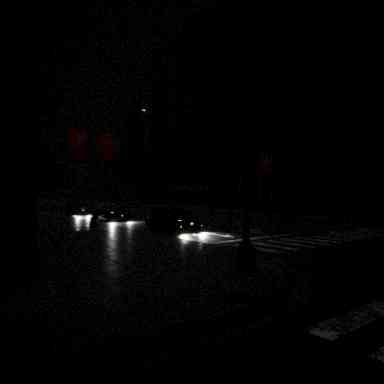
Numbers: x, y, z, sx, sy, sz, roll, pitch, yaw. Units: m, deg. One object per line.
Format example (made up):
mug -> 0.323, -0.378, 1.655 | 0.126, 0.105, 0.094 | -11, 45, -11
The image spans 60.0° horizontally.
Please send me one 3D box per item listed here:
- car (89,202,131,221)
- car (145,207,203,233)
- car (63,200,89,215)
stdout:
car -> -6.905, 1.619, 28.359 | 1.812, 1.442, 4.674 | 0, 0, -36
car -> -1.169, 1.619, 20.372 | 1.994, 1.385, 4.181 | 0, 0, -36
car -> -12.671, 1.623, 36.395 | 2.128, 1.511, 4.902 | 0, 0, -35
